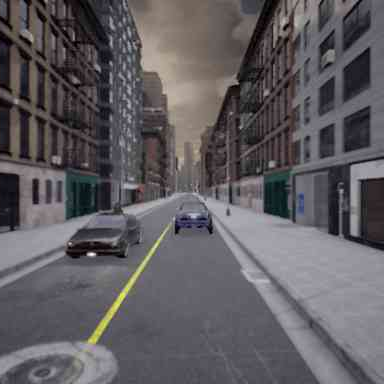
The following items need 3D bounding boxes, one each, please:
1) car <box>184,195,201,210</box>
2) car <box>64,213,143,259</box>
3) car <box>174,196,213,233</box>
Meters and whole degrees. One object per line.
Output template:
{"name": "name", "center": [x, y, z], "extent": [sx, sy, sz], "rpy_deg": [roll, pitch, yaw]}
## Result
{"name": "car", "center": [0.105, 1.301, 43.196], "extent": [2.097, 1.767, 4.553], "rpy_deg": [0, 0, 0]}
{"name": "car", "center": [-3.076, 1.532, 12.858], "extent": [2.033, 1.411, 5.357], "rpy_deg": [0, 0, 0]}
{"name": "car", "center": [0.098, 1.327, 19.678], "extent": [2.097, 1.767, 4.553], "rpy_deg": [0, 0, 0]}
